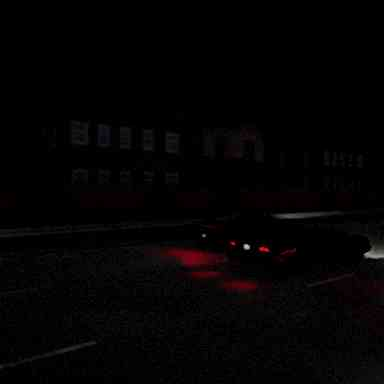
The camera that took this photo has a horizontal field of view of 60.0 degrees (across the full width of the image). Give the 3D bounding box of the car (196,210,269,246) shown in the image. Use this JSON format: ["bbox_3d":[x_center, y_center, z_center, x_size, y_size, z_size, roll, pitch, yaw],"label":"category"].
[{"bbox_3d":[2.491,1.506,14.155,5.008,1.535,1.882,0,0,-35],"label":"car"}]

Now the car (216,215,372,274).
[{"bbox_3d":[3.567,1.572,10.630,5.357,1.411,2.033,0,0,-35],"label":"car"}]
